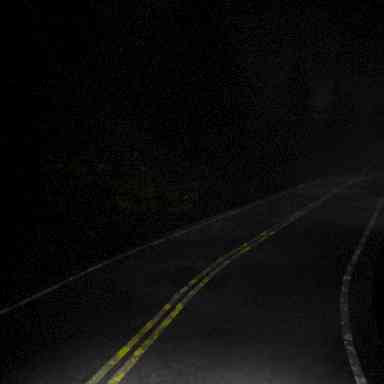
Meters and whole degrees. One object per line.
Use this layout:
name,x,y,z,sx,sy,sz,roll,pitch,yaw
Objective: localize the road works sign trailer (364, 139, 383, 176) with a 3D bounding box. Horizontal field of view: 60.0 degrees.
road works sign trailer,18.712,-3.364,32.756,2.880,3.560,2.380,-6,8,-39
